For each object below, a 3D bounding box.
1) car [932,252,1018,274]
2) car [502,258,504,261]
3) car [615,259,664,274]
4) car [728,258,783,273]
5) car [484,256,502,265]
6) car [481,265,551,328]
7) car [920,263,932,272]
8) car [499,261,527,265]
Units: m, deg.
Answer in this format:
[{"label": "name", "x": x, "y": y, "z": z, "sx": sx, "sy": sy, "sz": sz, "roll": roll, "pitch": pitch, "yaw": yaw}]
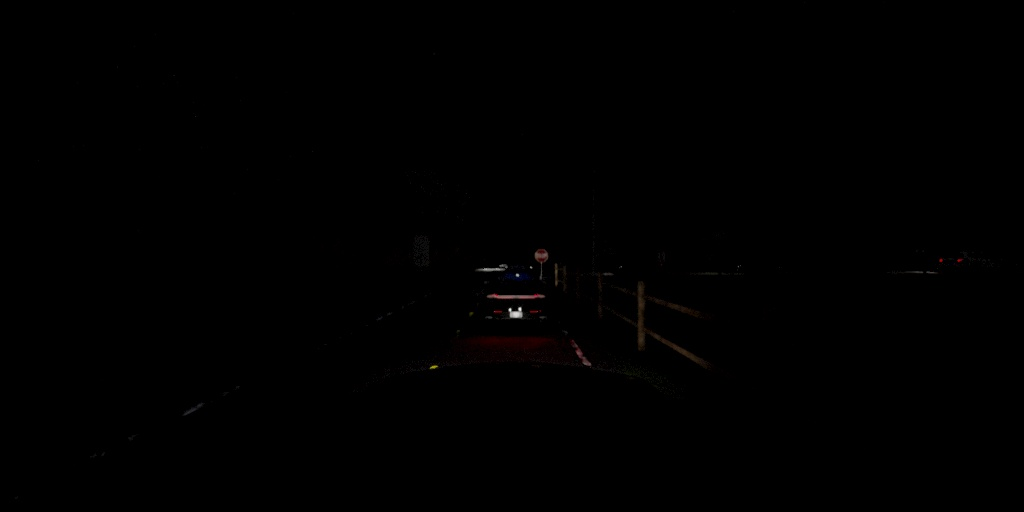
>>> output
[{"label": "car", "x": 43.971, "y": 0.603, "z": 33.902, "sx": 5.566, "sy": 2.045, "sz": 2.150, "roll": 0, "pitch": 0, "yaw": 0}, {"label": "car", "x": -2.791, "y": 0.965, "z": 64.796, "sx": 1.994, "sy": 1.385, "sz": 4.181, "roll": 0, "pitch": 0, "yaw": 1}, {"label": "car", "x": 12.882, "y": 1.055, "z": 36.307, "sx": 4.674, "sy": 1.442, "sz": 1.812, "roll": 0, "pitch": 0, "yaw": 1}, {"label": "car", "x": 24.695, "y": 0.956, "z": 36.465, "sx": 5.008, "sy": 1.535, "sz": 1.882, "roll": 0, "pitch": 0, "yaw": -1}, {"label": "car", "x": -2.835, "y": 1.053, "z": 51.183, "sx": 1.994, "sy": 1.385, "sz": 4.181, "roll": 0, "pitch": 0, "yaw": 0}, {"label": "car", "x": 0.099, "y": 1.198, "z": 11.140, "sx": 2.128, "sy": 1.511, "sz": 4.902, "roll": 0, "pitch": 0, "yaw": 0}, {"label": "car", "x": 44.705, "y": 0.951, "z": 36.751, "sx": 4.181, "sy": 1.385, "sz": 1.994, "roll": 0, "pitch": 0, "yaw": 0}, {"label": "car", "x": 0.488, "y": 1.201, "z": 25.058, "sx": 1.994, "sy": 1.385, "sz": 4.181, "roll": 0, "pitch": 0, "yaw": 5}]
